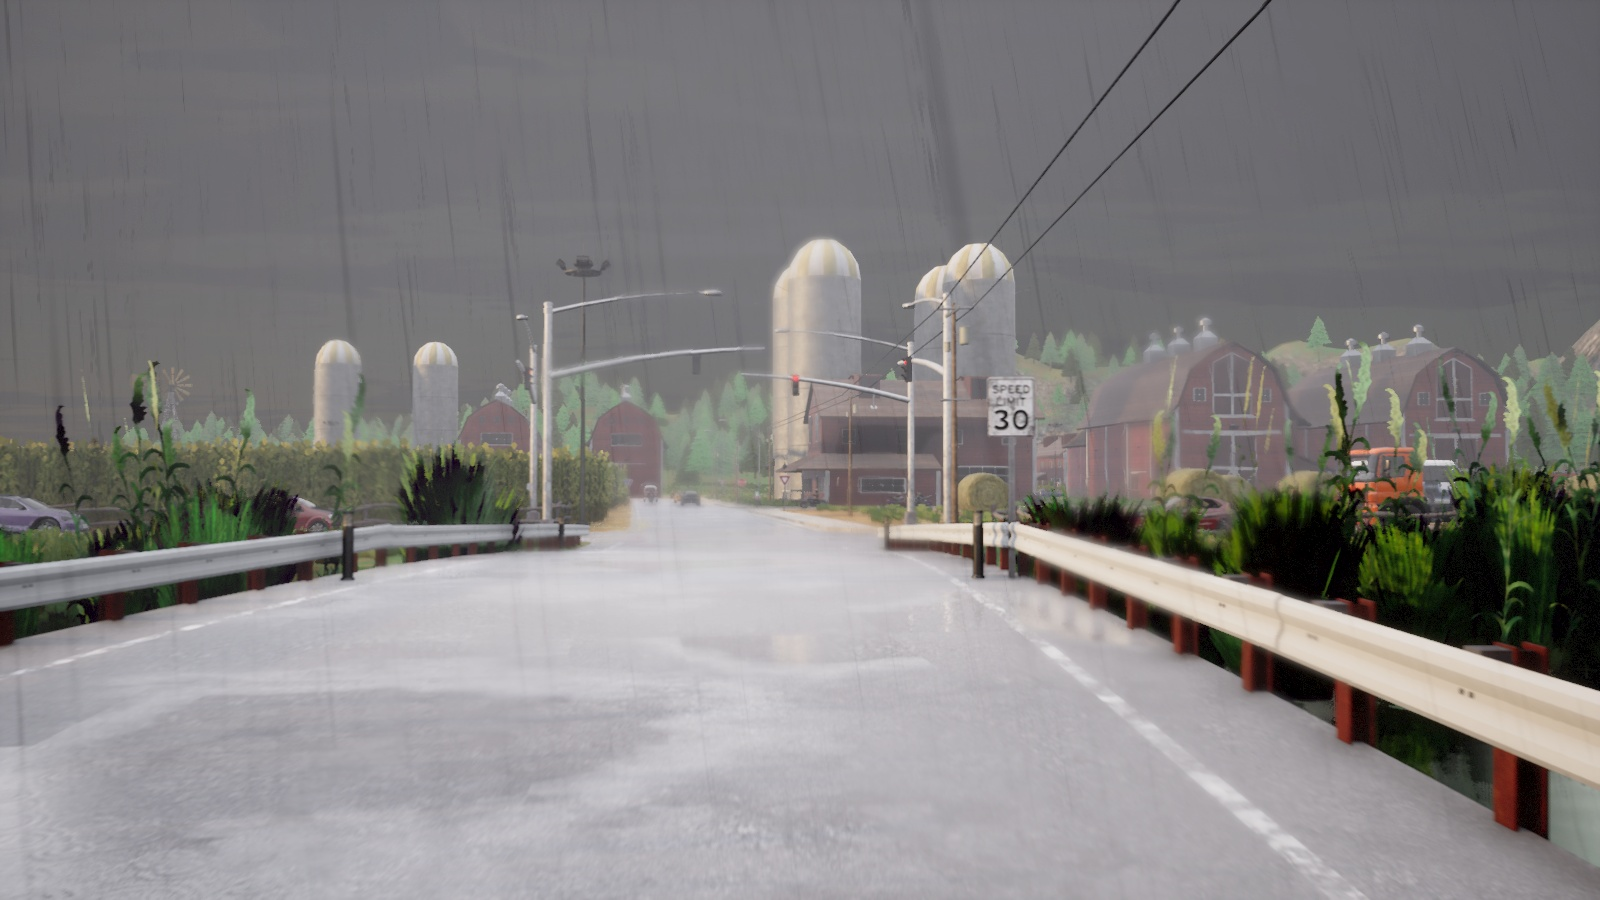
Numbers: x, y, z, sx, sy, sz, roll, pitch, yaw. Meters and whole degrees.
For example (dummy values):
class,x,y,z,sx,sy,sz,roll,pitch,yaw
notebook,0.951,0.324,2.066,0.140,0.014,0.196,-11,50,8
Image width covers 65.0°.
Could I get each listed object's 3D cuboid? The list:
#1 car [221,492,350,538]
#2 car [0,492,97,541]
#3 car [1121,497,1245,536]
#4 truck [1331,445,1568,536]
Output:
class,x,y,z,sx,sy,sz,roll,pitch,yaw
car,-18.629,2.354,45.601,3.988,1.617,1.851,0,-2,-7
car,-27.883,2.337,44.401,4.856,1.649,2.033,1,-2,-7
car,14.749,2.558,48.478,4.193,1.474,1.816,0,-2,-5
truck,25.422,1.601,49.368,7.936,3.462,2.891,0,-2,-5
